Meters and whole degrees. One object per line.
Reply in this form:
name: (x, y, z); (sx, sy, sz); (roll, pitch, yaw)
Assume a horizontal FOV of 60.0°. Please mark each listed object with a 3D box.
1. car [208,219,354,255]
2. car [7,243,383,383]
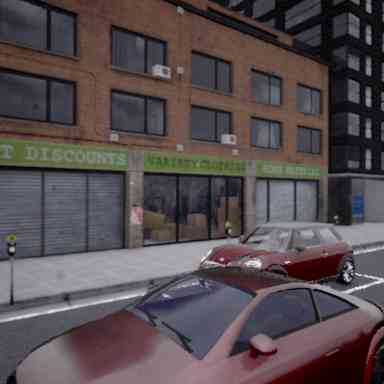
car: (2.108, 1.486, 8.051); (4.097, 1.590, 1.967); (1, 0, -36)
car: (0.375, 1.580, 3.526); (4.181, 1.385, 1.994); (0, 0, -36)
